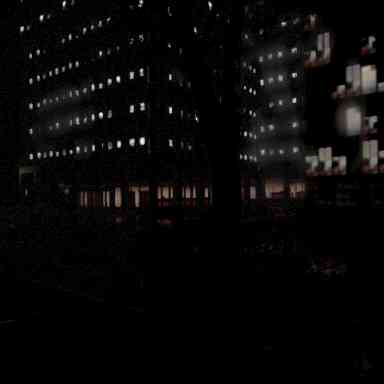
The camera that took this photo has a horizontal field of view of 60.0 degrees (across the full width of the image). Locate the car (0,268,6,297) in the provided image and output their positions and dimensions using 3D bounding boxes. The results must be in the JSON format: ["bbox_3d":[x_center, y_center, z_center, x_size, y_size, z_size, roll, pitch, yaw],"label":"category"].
[{"bbox_3d":[-5.760,1.511,6.994,4.829,1.417,1.752,0,-1,36],"label":"car"}]
